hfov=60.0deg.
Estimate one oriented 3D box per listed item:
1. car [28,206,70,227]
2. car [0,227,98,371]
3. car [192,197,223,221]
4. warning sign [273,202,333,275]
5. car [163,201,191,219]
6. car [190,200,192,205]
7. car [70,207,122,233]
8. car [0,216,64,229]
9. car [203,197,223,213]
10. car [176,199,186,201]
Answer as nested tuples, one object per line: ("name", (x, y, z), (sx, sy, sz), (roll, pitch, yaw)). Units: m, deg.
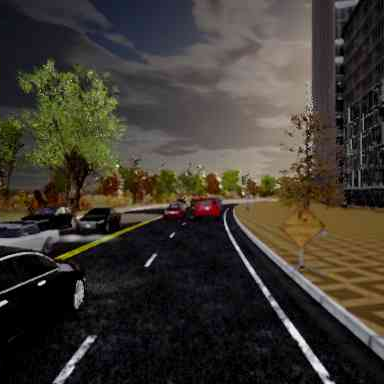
("car", (-9.107, 1.684, 21.536), (2.128, 1.511, 4.902), (0, -1, 4))
("car", (-3.072, 1.548, 4.836), (1.837, 1.490, 4.892), (0, -1, 1))
("car", (1.519, 1.521, 30.960), (2.150, 2.045, 5.566), (0, -1, 6))
("warning sign", (2.984, 1.207, 9.087), (1.300, 1.860, 1.060), (0, 0, 2))
("car", (-1.611, 1.875, 32.658), (1.994, 1.385, 4.181), (0, 0, 6))
("car", (0.764, 2.147, 72.134), (1.882, 1.535, 5.008), (0, -1, 11))
("car", (-5.847, 1.723, 21.530), (1.812, 1.442, 4.674), (0, -1, 4))
("car", (-6.353, 1.699, 11.211), (1.895, 1.301, 4.718), (0, -1, 2))
("car", (2.861, 1.653, 44.291), (2.150, 2.045, 5.566), (0, 0, 8))
("car", (-2.414, 2.191, 72.812), (1.812, 1.442, 4.674), (0, -1, 11))
